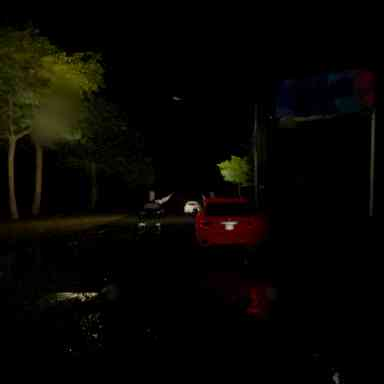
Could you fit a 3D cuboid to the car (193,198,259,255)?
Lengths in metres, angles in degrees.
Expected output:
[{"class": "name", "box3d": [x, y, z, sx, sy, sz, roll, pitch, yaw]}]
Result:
[{"class": "car", "box3d": [1.229, 1.254, 13.565, 2.150, 2.045, 5.566, 0, 0, 0]}]

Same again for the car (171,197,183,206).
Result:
[{"class": "car", "box3d": [-3.481, 2.284, 71.172, 2.033, 1.411, 5.357, 0, 0, 0]}]

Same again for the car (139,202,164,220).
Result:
[{"class": "car", "box3d": [-3.589, 1.671, 30.127, 1.882, 1.535, 5.008, 0, -1, 0]}]

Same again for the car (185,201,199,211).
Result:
[{"class": "car", "box3d": [0.015, 2.044, 48.632, 1.994, 1.385, 4.181, 0, -1, 0]}]

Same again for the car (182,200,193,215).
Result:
[{"class": "car", "box3d": [0.060, 1.829, 37.392, 1.812, 1.442, 4.674, 0, -1, 0]}]
